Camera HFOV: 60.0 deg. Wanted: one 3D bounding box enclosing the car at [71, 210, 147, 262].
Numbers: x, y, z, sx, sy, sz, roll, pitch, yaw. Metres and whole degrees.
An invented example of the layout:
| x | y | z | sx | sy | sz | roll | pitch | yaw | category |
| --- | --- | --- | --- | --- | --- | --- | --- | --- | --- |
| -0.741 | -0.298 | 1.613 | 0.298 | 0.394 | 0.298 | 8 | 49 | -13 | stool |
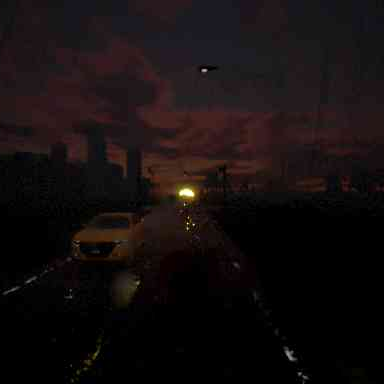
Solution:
| x | y | z | sx | sy | sz | roll | pitch | yaw | category |
| --- | --- | --- | --- | --- | --- | --- | --- | --- | --- |
| -2.853 | 1.499 | 12.374 | 1.882 | 1.535 | 5.008 | 0 | 0 | 0 | car |
